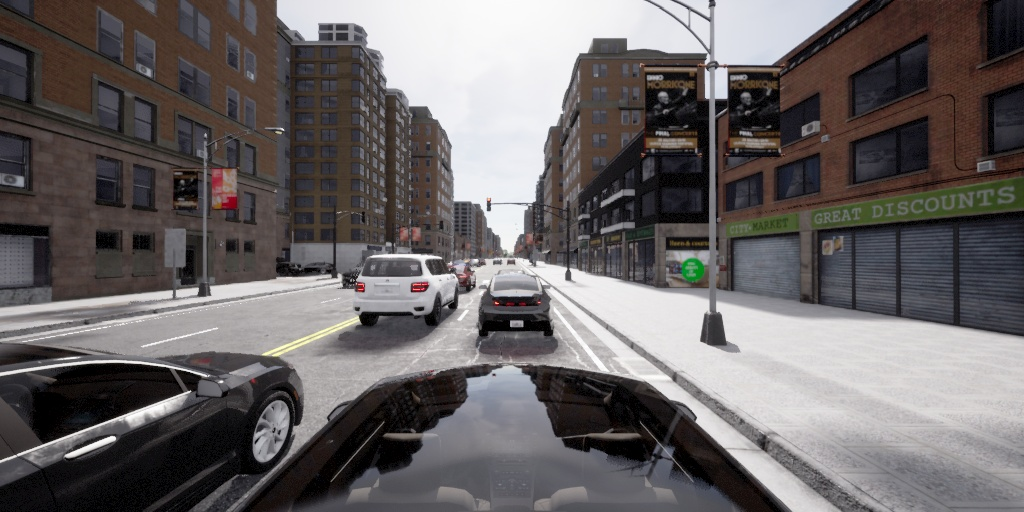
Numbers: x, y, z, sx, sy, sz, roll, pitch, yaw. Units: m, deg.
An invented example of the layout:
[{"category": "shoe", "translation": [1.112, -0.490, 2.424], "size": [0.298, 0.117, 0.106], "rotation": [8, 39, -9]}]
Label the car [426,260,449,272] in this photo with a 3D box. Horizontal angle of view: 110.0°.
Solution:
[{"category": "car", "translation": [-9.945, 1.313, 48.257], "size": [2.033, 1.411, 5.357], "rotation": [0, 0, 0]}]

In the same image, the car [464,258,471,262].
[{"category": "car", "translation": [-6.687, 1.290, 45.611], "size": [1.812, 1.442, 4.674], "rotation": [0, 0, 0]}]

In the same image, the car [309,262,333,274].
[{"category": "car", "translation": [-22.227, 1.346, 40.689], "size": [4.313, 1.339, 1.948], "rotation": [0, 0, 0]}]

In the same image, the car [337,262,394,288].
[{"category": "car", "translation": [-9.896, 1.231, 24.675], "size": [1.882, 1.535, 5.008], "rotation": [0, 0, 0]}]

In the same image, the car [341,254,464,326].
[{"category": "car", "translation": [-3.173, 0.972, 11.856], "size": [2.150, 2.045, 5.566], "rotation": [0, 0, 1]}]

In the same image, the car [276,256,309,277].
[{"category": "car", "translation": [-23.555, 0.973, 35.212], "size": [5.566, 2.045, 2.150], "rotation": [0, 0, 0]}]

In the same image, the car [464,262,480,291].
[{"category": "car", "translation": [-3.248, 1.279, 21.556], "size": [1.812, 1.442, 4.674], "rotation": [0, 0, 0]}]

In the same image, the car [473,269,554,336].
[{"category": "car", "translation": [0.085, 1.256, 10.348], "size": [1.837, 1.490, 4.892], "rotation": [0, 0, 0]}]

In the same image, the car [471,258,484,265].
[{"category": "car", "translation": [-6.692, 1.268, 62.851], "size": [2.128, 1.511, 4.902], "rotation": [0, 0, 0]}]

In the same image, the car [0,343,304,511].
[{"category": "car", "translation": [-3.153, 1.255, 1.903], "size": [1.837, 1.490, 4.892], "rotation": [0, 0, 0]}]
